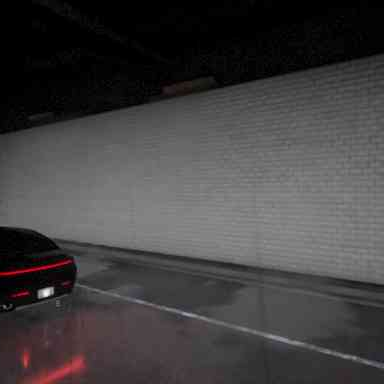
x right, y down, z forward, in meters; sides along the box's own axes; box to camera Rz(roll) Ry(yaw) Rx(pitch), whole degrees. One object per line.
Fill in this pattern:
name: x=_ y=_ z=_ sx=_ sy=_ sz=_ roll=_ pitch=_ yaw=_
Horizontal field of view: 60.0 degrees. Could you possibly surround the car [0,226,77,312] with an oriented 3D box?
car: x=-4.519 y=1.506 z=7.217 sx=4.892 sy=1.490 sz=1.837 roll=0 pitch=0 yaw=35
